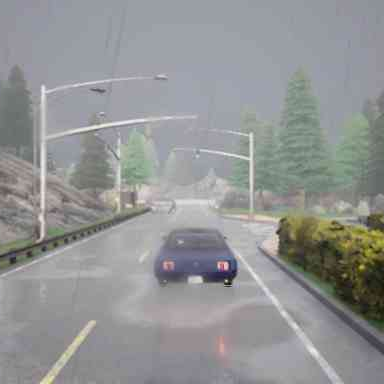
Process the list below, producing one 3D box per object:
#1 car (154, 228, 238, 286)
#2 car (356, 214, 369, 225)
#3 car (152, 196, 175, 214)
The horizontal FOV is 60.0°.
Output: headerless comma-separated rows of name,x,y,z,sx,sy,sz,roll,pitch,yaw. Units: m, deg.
car,0.087,1.682,9.595,1.895,1.301,4.718,0,0,0
car,15.492,1.979,25.889,4.718,1.301,1.895,0,0,0
car,-3.596,1.562,40.750,2.150,2.045,5.566,0,0,0
